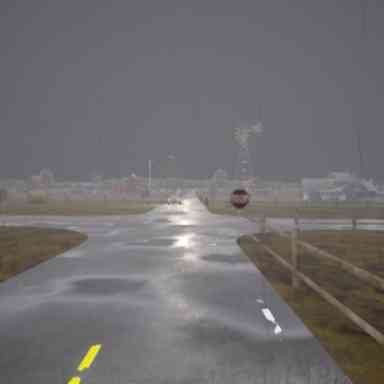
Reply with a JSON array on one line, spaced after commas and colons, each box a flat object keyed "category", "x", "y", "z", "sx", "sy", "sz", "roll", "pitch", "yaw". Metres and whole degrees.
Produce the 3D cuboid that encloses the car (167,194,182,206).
[{"category": "car", "x": -2.739, "y": 1.160, "z": 52.376, "sx": 2.097, "sy": 1.767, "sz": 4.553, "roll": 0, "pitch": 0, "yaw": 0}]
